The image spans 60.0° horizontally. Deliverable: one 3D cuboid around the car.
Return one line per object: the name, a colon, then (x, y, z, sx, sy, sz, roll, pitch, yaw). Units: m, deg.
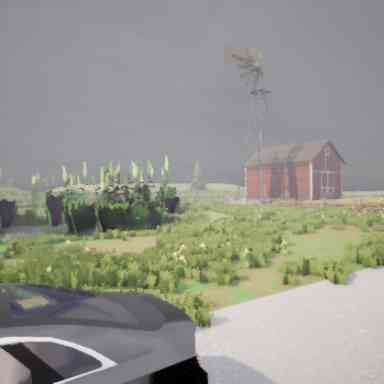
car: (-2.132, 1.496, 1.964, 4.902, 1.511, 2.128, -1, 0, -35)
